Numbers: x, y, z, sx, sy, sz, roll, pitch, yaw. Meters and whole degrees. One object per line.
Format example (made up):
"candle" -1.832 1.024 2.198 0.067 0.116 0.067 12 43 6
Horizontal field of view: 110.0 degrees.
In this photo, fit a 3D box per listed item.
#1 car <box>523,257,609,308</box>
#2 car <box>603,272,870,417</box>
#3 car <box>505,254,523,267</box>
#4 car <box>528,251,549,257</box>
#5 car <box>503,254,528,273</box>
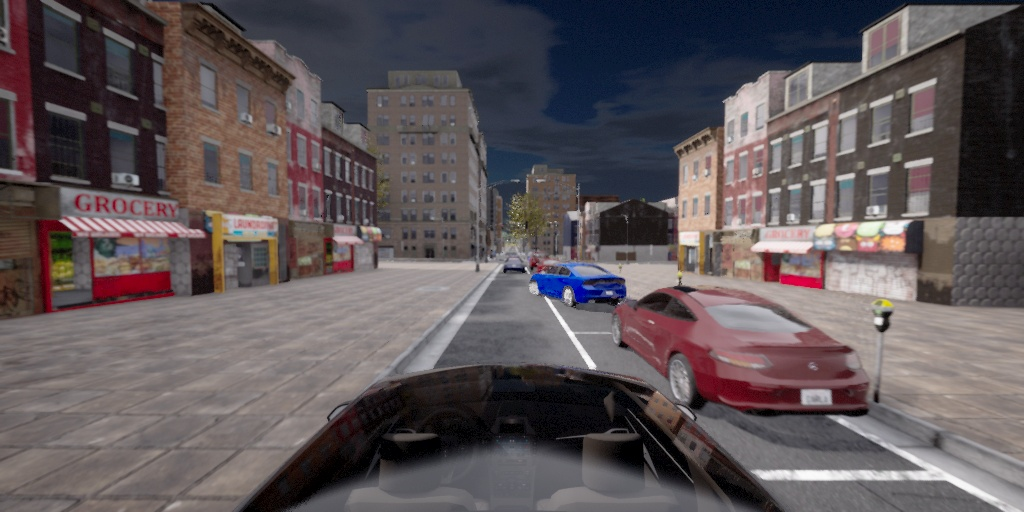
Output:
"car" 2.342 0.998 14.062 1.882 1.535 5.008 0 1 -20
"car" 3.040 1.196 5.869 1.812 1.442 4.674 0 1 0
"car" 0.240 0.507 45.756 2.128 1.511 4.902 0 1 1
"car" 2.773 0.473 36.133 2.192 1.841 5.009 0 0 0
"car" 0.204 0.768 33.086 1.994 1.385 4.181 0 1 1
